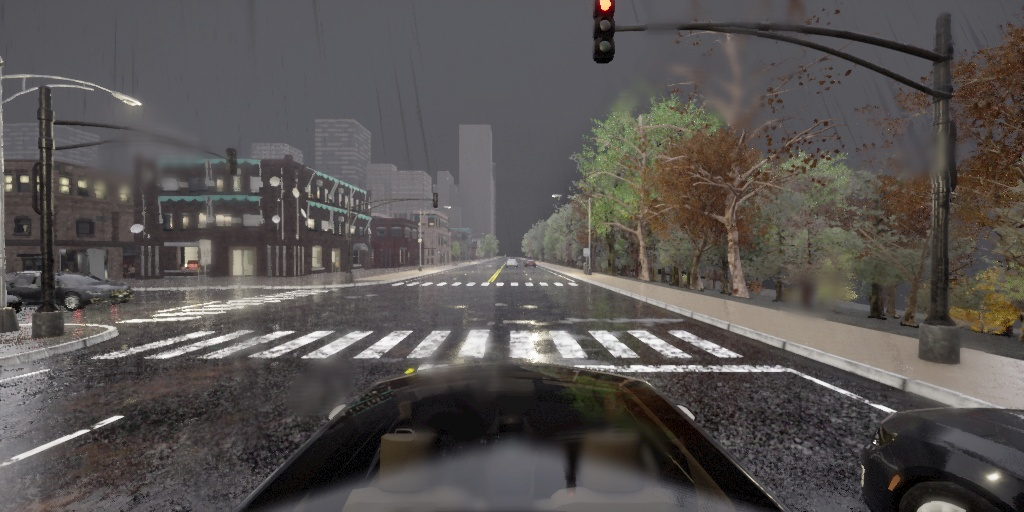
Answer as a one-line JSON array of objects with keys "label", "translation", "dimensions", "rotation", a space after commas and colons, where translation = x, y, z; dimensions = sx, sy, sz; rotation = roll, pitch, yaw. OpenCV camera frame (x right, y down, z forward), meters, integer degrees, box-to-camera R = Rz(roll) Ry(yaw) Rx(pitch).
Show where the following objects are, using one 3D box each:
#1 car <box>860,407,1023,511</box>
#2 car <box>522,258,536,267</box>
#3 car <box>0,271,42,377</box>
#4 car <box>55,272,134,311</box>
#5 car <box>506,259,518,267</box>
[{"label": "car", "translation": [3.352, 1.255, 0.459], "dimensions": [1.837, 1.490, 4.892], "rotation": [0, 0, 0]}, {"label": "car", "translation": [3.224, 1.252, 63.392], "dimensions": [1.812, 1.442, 4.674], "rotation": [0, 0, 0]}, {"label": "car", "translation": [-6.407, 0.972, 1.274], "dimensions": [2.150, 2.045, 5.566], "rotation": [0, 0, 2]}, {"label": "car", "translation": [-18.995, 1.466, 15.168], "dimensions": [4.892, 1.490, 1.837], "rotation": [-1, 1, 0]}, {"label": "car", "translation": [-0.029, 1.252, 63.289], "dimensions": [1.812, 1.442, 4.674], "rotation": [0, 0, 0]}]
